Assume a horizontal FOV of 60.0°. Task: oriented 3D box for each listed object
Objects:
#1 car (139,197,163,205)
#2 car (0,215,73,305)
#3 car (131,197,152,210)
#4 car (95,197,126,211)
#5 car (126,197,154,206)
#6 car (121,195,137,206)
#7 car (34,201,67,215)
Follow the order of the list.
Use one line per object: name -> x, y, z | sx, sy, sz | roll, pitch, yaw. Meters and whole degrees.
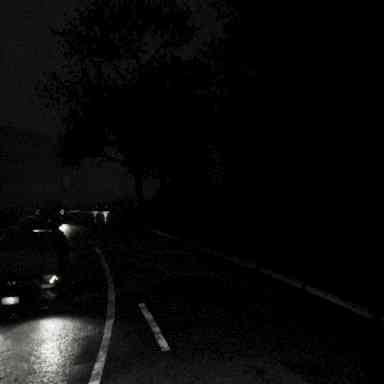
car -> -8.782, 1.889, 70.889 | 4.674, 1.452, 2.002 | 0, 0, 15
car -> -4.091, 1.553, 8.438 | 2.033, 1.411, 5.357 | 0, 0, -19
car -> -6.767, 1.806, 48.608 | 1.812, 1.442, 4.674 | 0, 0, 15
car -> -11.198, 1.803, 44.880 | 1.837, 1.490, 4.892 | 0, 0, 15
car -> -10.251, 1.830, 65.433 | 5.008, 1.535, 2.097 | 0, 0, 15
car -> -11.740, 1.555, 59.981 | 5.566, 2.045, 2.435 | 0, 0, 15
car -> -10.767, 1.454, 25.466 | 2.097, 1.767, 4.553 | 0, 0, -21
